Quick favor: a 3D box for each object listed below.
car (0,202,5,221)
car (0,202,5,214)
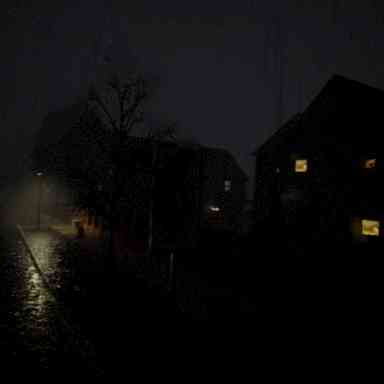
[{"bbox_3d":[-18.744,1.931,31.278,2.033,1.411,5.357,3,-2,-29],"label":"car"},{"bbox_3d":[-26.128,2.063,44.194,2.128,1.511,4.902,3,-2,-30],"label":"car"}]
